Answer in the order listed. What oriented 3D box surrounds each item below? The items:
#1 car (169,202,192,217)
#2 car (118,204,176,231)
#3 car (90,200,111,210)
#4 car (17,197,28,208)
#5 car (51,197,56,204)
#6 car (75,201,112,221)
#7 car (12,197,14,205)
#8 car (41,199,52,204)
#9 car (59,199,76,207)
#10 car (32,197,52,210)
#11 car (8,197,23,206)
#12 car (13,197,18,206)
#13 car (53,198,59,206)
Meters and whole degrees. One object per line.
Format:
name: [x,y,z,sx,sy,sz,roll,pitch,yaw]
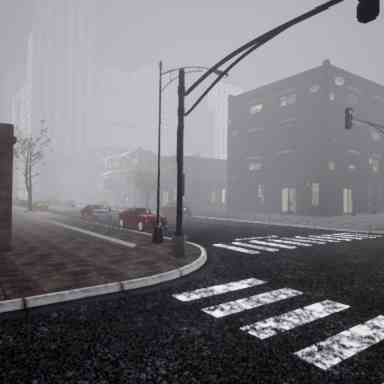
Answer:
car: [-1.794,1.761,34.208,1.967,1.590,4.097,1,-1,-35]
car: [-3.142,1.615,20.985,1.887,1.381,4.507,1,-1,-35]
car: [-14.404,2.038,52.300,1.752,1.417,4.829,1,-1,-35]
car: [-28.673,2.012,58.046,1.887,1.381,4.507,1,-1,-35]
car: [-34.207,2.139,80.762,2.192,1.841,5.009,1,-1,-35]
car: [-8.269,1.729,28.383,1.802,1.307,4.206,1,-1,-35]
car: [-34.794,2.130,66.894,1.947,1.339,4.313,1,-1,-35]
car: [-37.456,2.402,85.448,1.752,1.417,4.829,1,-1,-35]
car: [-24.754,2.114,67.117,1.967,1.590,4.097,1,-1,-35]
car: [-22.317,1.891,48.781,1.752,1.417,4.829,1,-1,-35]
car: [-37.945,1.930,71.445,2.192,1.841,5.009,1,-1,-35]
car: [-31.643,2.080,62.346,1.947,1.339,4.313,1,-1,-35]
car: [-27.905,2.306,71.664,1.802,1.307,4.206,1,-1,-35]
